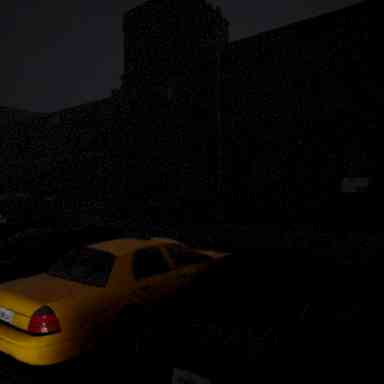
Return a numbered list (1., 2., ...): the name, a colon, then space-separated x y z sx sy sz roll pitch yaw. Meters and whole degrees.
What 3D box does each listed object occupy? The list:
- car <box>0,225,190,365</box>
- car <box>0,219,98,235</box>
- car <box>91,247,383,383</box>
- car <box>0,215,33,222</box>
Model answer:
1. car: -0.822 1.479 6.170 1.946 1.575 5.366 0 0 36
2. car: -3.209 1.512 7.610 2.163 1.488 4.792 0 0 36
3. car: 1.348 1.510 4.429 2.163 1.488 4.792 0 0 36
4. car: -5.470 1.514 9.224 2.163 1.488 4.792 0 0 35
